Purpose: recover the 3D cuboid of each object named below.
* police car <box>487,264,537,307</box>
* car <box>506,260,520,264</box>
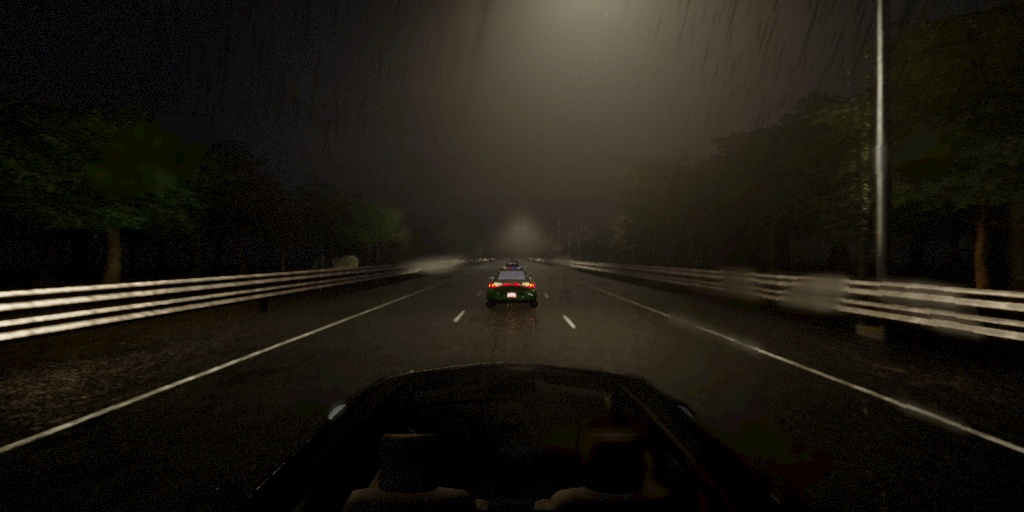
[{"bbox_3d":[-0.004,1.273,15.674,2.038,1.542,4.974,0,0,0],"label":"police car"},{"bbox_3d":[0.096,1.310,53.425,2.128,1.511,4.902,0,0,0],"label":"car"}]
